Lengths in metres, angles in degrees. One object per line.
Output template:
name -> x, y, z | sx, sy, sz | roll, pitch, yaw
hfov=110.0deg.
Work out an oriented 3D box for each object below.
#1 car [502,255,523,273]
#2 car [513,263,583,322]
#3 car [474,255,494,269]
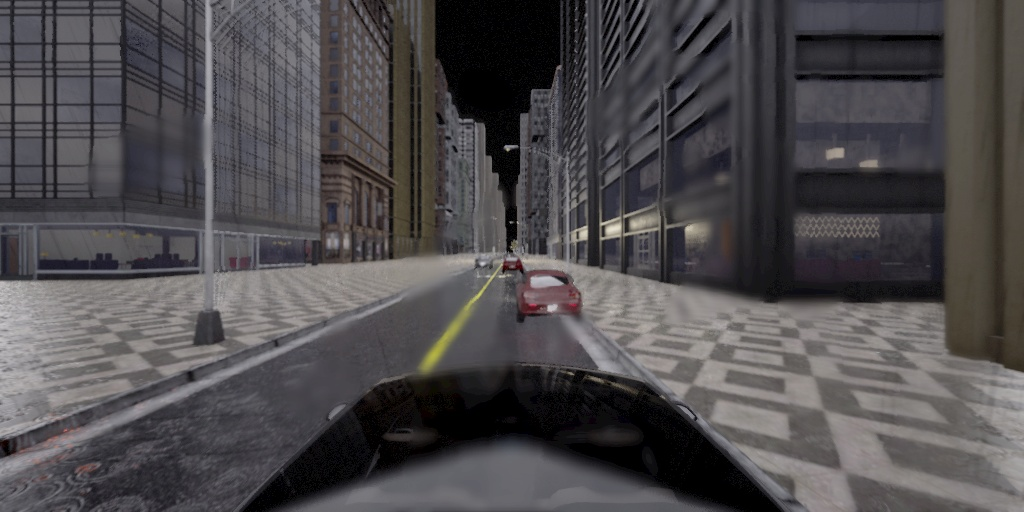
car -> 0.052, 0.744, 34.281 | 1.882, 1.535, 5.008 | 0, 1, 0
car -> 1.049, 1.132, 11.428 | 1.812, 1.442, 4.674 | 0, 1, 0
car -> -3.094, 0.669, 40.312 | 2.128, 1.511, 4.902 | 0, 1, 0
